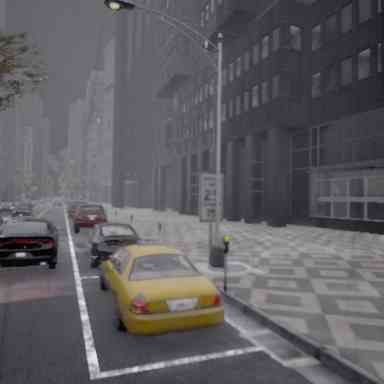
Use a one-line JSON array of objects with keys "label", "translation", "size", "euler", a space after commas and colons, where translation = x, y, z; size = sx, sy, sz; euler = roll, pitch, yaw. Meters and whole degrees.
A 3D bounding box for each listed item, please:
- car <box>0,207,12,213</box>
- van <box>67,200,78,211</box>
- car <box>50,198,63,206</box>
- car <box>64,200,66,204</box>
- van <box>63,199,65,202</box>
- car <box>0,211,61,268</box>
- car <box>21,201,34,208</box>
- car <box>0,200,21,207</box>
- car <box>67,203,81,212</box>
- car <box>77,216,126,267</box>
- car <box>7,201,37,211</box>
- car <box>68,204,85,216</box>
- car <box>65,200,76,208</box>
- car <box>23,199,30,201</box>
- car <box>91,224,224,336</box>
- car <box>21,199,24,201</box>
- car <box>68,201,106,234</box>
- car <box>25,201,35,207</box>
[{"label": "car", "translation": [-11.634, 1.779, 18.297], "size": [2.033, 1.411, 5.357], "euler": [1, -1, -21]}, {"label": "van", "translation": [-20.932, 2.341, 58.301], "size": [1.690, 1.788, 3.998], "euler": [1, -1, -21]}, {"label": "car", "translation": [-31.970, 2.702, 79.017], "size": [1.994, 1.385, 4.181], "euler": [1, -1, -21]}, {"label": "car", "translation": [-16.928, 2.142, 48.031], "size": [2.192, 1.841, 5.009], "euler": [1, -1, -21]}, {"label": "van", "translation": [-28.938, 2.688, 78.844], "size": [1.690, 1.788, 3.998], "euler": [1, -1, -21]}, {"label": "car", "translation": [-5.727, 1.653, 11.678], "size": [1.882, 1.535, 5.008], "euler": [1, -1, -21]}, {"label": "car", "translation": [-34.881, 2.616, 70.609], "size": [2.008, 1.369, 4.403], "euler": [1, -1, -21]}, {"label": "car", "translation": [-24.870, 2.073, 44.931], "size": [1.967, 1.590, 4.097], "euler": [1, -1, -21]}, {"label": "car", "translation": [-18.933, 2.458, 53.161], "size": [1.887, 1.381, 4.507], "euler": [1, -1, -21]}, {"label": "car", "translation": [-2.921, 1.778, 12.076], "size": [2.008, 1.369, 4.403], "euler": [1, -1, -21]}, {"label": "car", "translation": [-19.045, 2.106, 37.587], "size": [2.033, 1.411, 5.357], "euler": [1, -1, -21]}, {"label": "car", "translation": [-14.930, 2.285, 42.890], "size": [1.887, 1.381, 4.507], "euler": [1, -1, -21]}, {"label": "car", "translation": [-12.925, 1.969, 37.759], "size": [2.192, 1.841, 5.009], "euler": [1, -1, -21]}, {"label": "car", "translation": [-32.876, 2.294, 65.478], "size": [2.192, 1.841, 5.009], "euler": [1, -1, -21]}, {"label": "car", "translation": [-0.980, 1.671, 7.099], "size": [1.752, 1.417, 4.829], "euler": [1, -1, -21]}, {"label": "car", "translation": [-26.812, 2.241, 49.906], "size": [1.752, 1.417, 4.829], "euler": [1, -1, -21]}, {"label": "car", "translation": [-6.920, 1.712, 22.352], "size": [2.192, 1.841, 5.009], "euler": [1, -1, -21]}, {"label": "car", "translation": [-36.821, 2.675, 75.587], "size": [1.752, 1.417, 4.829], "euler": [1, -1, -21]}]
